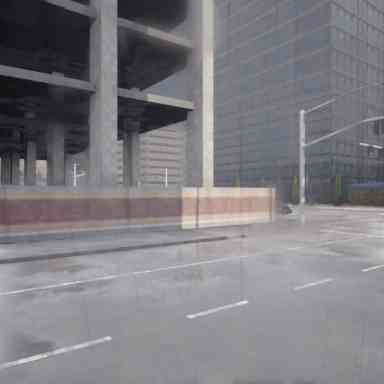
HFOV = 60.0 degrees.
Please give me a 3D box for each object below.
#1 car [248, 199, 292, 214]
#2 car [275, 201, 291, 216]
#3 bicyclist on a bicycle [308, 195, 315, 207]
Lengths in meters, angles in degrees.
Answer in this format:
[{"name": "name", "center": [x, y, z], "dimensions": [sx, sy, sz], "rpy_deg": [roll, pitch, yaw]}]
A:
[{"name": "car", "center": [8.542, 1.526, 36.933], "dimensions": [1.812, 1.442, 4.674], "rpy_deg": [0, 0, -36]}, {"name": "car", "center": [7.518, 1.564, 32.382], "dimensions": [1.994, 1.385, 4.181], "rpy_deg": [0, 0, -36]}, {"name": "bicyclist on a bicycle", "center": [16.610, 1.300, 46.220], "dimensions": [1.656, 1.620, 0.582], "rpy_deg": [0, 0, -36]}]
